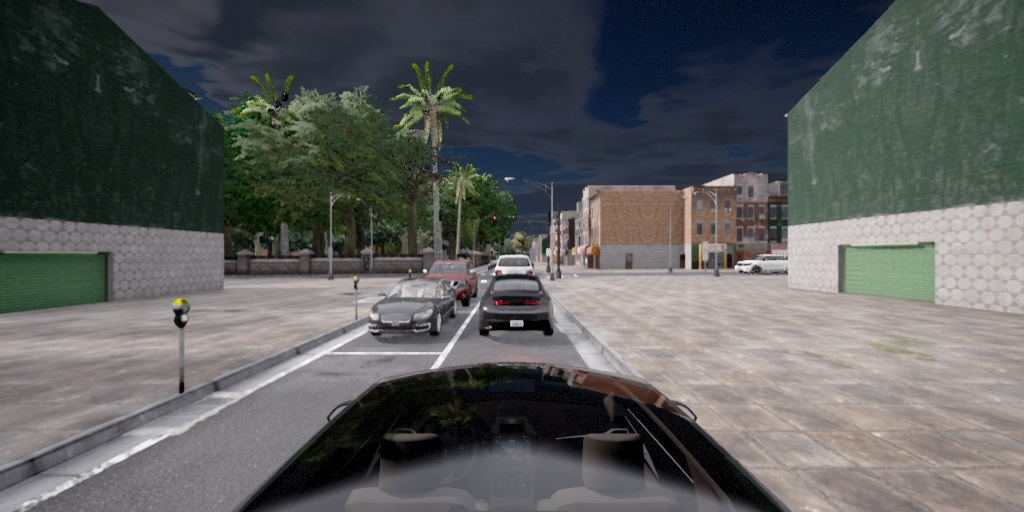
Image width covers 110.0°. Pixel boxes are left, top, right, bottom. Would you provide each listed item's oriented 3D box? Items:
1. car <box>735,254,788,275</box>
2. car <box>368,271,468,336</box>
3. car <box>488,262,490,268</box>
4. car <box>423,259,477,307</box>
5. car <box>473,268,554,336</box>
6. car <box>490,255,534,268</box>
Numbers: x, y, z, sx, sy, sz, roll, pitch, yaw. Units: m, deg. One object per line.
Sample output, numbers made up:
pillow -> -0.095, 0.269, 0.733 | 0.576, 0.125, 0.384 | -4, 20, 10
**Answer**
car -> 25.657, 0.836, 36.120 | 5.566, 2.045, 2.150 | 0, 0, 0
car -> -2.635, 1.304, 10.283 | 2.007, 1.370, 4.403 | 0, 0, 0
car -> -2.616, 1.312, 53.893 | 1.967, 1.591, 4.097 | 0, 0, 0
car -> -2.633, 1.073, 15.746 | 2.192, 1.841, 5.009 | 0, 0, 0
car -> 0.102, 1.258, 10.411 | 1.837, 1.490, 4.892 | 0, 0, 0
car -> 0.106, 0.987, 20.506 | 2.150, 2.045, 5.566 | 0, 0, 0
